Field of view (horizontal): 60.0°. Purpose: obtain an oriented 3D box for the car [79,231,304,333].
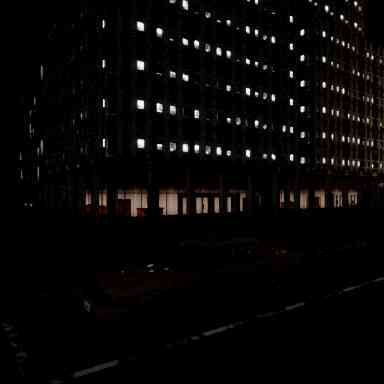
[{"bbox_3d":[0.275,1.525,6.757,4.829,1.417,1.752,0,0,-36],"label":"car"}]
